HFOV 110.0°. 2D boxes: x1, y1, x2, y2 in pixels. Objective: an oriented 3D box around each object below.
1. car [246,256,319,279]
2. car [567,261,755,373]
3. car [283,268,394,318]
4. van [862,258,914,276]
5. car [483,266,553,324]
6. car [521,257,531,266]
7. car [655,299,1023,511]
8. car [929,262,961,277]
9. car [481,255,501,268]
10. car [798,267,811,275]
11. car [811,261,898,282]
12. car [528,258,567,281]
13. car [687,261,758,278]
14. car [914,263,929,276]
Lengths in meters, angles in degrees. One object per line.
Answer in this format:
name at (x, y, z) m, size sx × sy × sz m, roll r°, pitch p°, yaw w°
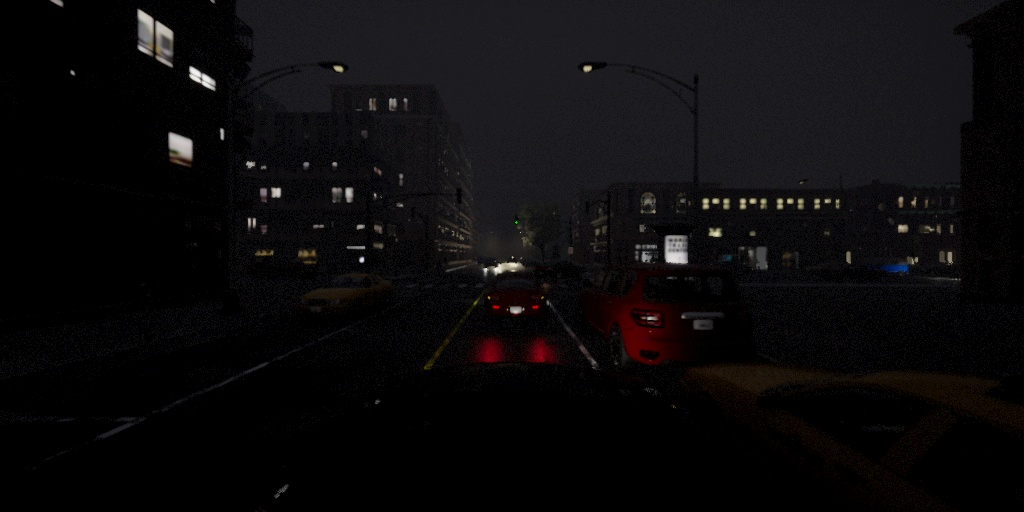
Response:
car at (-17.271, 0.883, 27.207) m, size 5.009 × 1.841 × 2.192 m, roll 0°, pitch 0°, yaw 0°
car at (2.692, 1.035, 7.433) m, size 2.192 × 1.841 × 5.009 m, roll 0°, pitch 0°, yaw 0°
car at (-5.689, 1.218, 12.805) m, size 1.751 × 1.417 × 4.829 m, roll 0°, pitch 0°, yaw 0°
van at (37.144, 1.089, 35.964) m, size 3.998 × 1.789 × 1.690 m, roll 0°, pitch 0°, yaw 0°
car at (0.100, 1.224, 11.641) m, size 1.812 × 1.442 × 4.674 m, roll 0°, pitch 0°, yaw 0°
car at (2.701, 1.076, 50.923) m, size 2.007 × 1.370 × 4.403 m, roll 0°, pitch 0°, yaw 0°
car at (2.691, 1.274, 2.063) m, size 1.751 × 1.417 × 4.829 m, roll 0°, pitch 0°, yaw 0°
car at (42.572, 1.297, 33.370) m, size 4.892 × 1.490 × 1.837 m, roll 1°, pitch 0°, yaw 0°
car at (-3.065, 1.023, 53.014) m, size 1.837 × 1.490 × 4.892 m, roll 0°, pitch 0°, yaw 0°
car at (31.448, 1.247, 35.925) m, size 4.829 × 1.417 × 1.751 m, roll 0°, pitch 0°, yaw 0°
car at (26.153, 1.286, 27.455) m, size 4.507 × 1.381 × 1.888 m, roll 0°, pitch 0°, yaw 0°
car at (3.858, 1.097, 28.102) m, size 1.882 × 1.535 × 5.008 m, roll -1°, pitch -1°, yaw 45°
car at (19.410, 1.227, 33.248) m, size 5.357 × 1.411 × 2.033 m, roll 0°, pitch 0°, yaw 0°
car at (42.670, 1.327, 36.002) m, size 4.403 × 1.370 × 2.007 m, roll 0°, pitch 0°, yaw 0°
